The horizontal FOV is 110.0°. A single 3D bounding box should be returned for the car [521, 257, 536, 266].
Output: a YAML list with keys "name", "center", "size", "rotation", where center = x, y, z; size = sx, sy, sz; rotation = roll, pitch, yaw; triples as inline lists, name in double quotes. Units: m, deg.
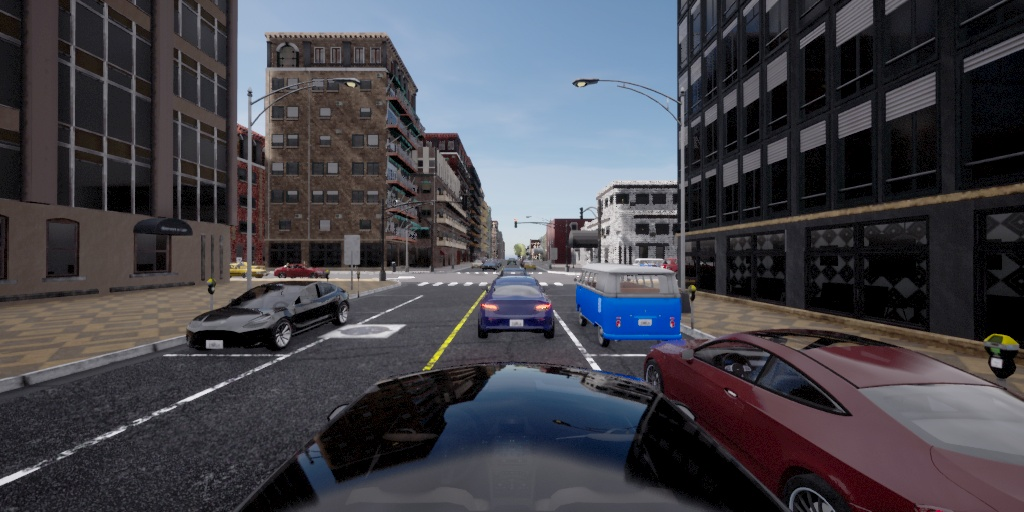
- name: "car"
  center: [2.684, 1.311, 53.967]
  size: [1.751, 1.417, 4.829]
  rotation: [0, 0, 0]

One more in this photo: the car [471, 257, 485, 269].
- name: "car"
  center: [-5.698, 1.318, 59.164]
  size: [1.751, 1.417, 4.829]
  rotation: [0, 0, 0]

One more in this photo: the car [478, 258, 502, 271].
- name: "car"
  center: [-3.067, 1.329, 50.642]
  size: [2.033, 1.411, 5.357]
  rotation: [0, 0, 3]

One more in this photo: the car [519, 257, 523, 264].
- name: "car"
  center: [2.683, 1.382, 64.875]
  size: [1.802, 1.307, 4.207]
  rotation: [0, 0, 0]

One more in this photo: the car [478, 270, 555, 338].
- name: "car"
  center: [0.100, 1.277, 10.010]
  size: [1.812, 1.442, 4.674]
  rotation: [0, 0, 0]

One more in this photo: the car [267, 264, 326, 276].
- name: "car"
  center: [-17.471, 1.284, 29.815]
  size: [4.207, 1.307, 1.802]
  rotation: [0, 0, 0]

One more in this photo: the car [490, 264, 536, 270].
- name: "car"
  center: [0.090, 1.318, 18.462]
  size: [1.994, 1.385, 4.181]
  rotation: [0, 0, 0]

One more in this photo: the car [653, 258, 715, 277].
- name: "car"
  center: [14.916, 1.108, 29.896]
  size: [5.009, 1.841, 2.192]
  rotation: [0, 0, 0]

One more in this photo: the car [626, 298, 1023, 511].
- name: "car"
  center: [2.657, 1.332, 3.321]
  size: [1.802, 1.307, 4.207]
  rotation: [0, 0, 0]

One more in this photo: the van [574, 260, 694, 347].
- name: "van"
  center: [2.656, 1.092, 9.010]
  size: [1.690, 1.789, 3.998]
  rotation: [0, 0, 0]

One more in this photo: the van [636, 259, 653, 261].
- name: "van"
  center: [14.893, 1.175, 38.276]
  size: [3.998, 1.789, 1.690]
  rotation: [0, 0, 0]

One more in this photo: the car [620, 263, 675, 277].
- name: "car"
  center: [13.398, 1.418, 35.706]
  size: [4.718, 1.301, 1.895]
  rotation: [0, 0, 1]

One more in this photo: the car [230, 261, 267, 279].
- name: "car"
  center: [-22.963, 1.216, 29.801]
  size: [4.829, 1.417, 1.751]
  rotation: [0, 0, 0]

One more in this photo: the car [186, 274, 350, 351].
- name: "car"
  center: [-5.691, 1.317, 9.035]
  size: [1.948, 1.339, 4.313]
  rotation: [0, 0, 0]
